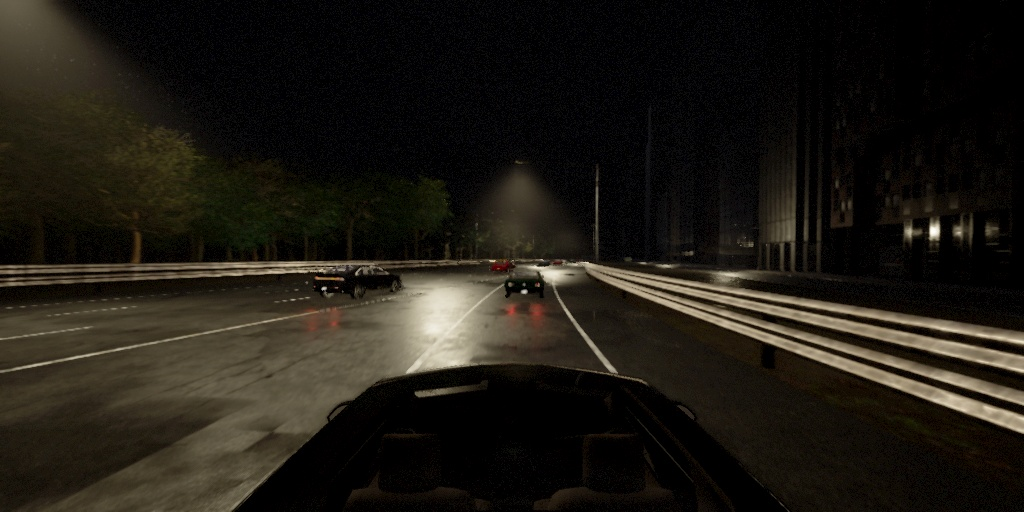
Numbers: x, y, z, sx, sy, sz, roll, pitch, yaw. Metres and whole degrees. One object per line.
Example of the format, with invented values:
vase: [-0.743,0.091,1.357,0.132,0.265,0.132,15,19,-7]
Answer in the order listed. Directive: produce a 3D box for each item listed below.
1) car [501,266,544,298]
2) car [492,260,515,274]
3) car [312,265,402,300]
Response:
car: [0.720,1.367,18.683,1.895,1.301,4.718,0,0,4]
car: [-0.904,1.277,42.095,1.882,1.535,5.008,0,0,14]
car: [-7.189,1.166,17.214,2.128,1.511,4.902,1,0,14]
